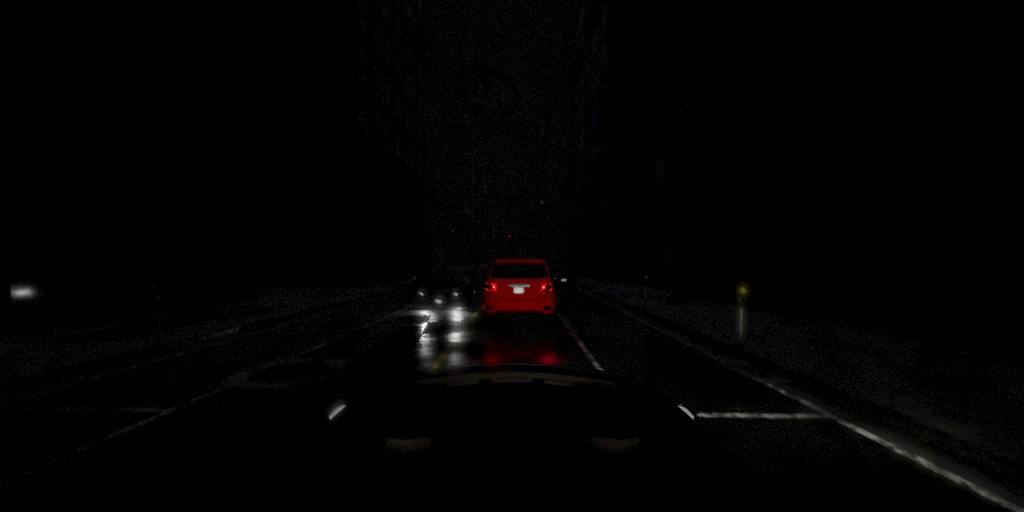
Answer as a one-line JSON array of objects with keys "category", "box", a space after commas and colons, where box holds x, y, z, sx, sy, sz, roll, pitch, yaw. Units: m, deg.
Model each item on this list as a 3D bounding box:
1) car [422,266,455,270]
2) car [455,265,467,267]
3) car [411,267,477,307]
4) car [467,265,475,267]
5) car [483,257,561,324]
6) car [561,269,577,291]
[{"category": "car", "box": [-5.321, 1.392, 24.027, 1.967, 1.591, 4.097, 0, 0, 1]}, {"category": "car", "box": [-5.205, 1.570, 29.531, 1.948, 1.339, 4.313, 0, 0, 1]}, {"category": "car", "box": [-2.811, 1.433, 16.692, 2.033, 1.411, 5.357, 0, -1, 1]}, {"category": "car", "box": [-5.089, 1.607, 35.034, 2.007, 1.370, 4.403, 0, 0, 1]}, {"category": "car", "box": [0.293, 1.071, 12.606, 2.150, 2.045, 5.566, 0, -1, 2]}, {"category": "car", "box": [3.202, 1.521, 23.847, 1.948, 1.339, 4.313, 0, 0, 1]}]
